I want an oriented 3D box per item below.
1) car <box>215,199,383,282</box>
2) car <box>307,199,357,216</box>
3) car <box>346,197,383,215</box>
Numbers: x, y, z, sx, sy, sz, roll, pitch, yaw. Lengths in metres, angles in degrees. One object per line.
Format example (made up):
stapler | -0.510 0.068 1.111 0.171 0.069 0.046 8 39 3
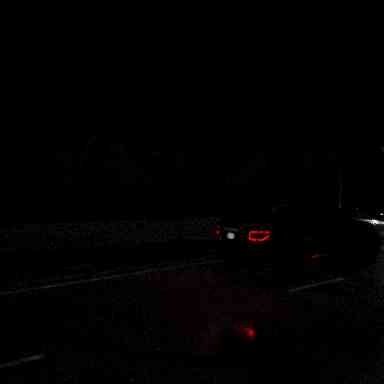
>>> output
car | 3.288 1.223 10.001 5.566 2.045 2.150 0 0 -32
car | 14.173 1.484 33.563 5.008 1.535 1.882 0 0 -29
car | 16.982 1.251 31.107 4.902 1.511 2.128 0 0 -29
